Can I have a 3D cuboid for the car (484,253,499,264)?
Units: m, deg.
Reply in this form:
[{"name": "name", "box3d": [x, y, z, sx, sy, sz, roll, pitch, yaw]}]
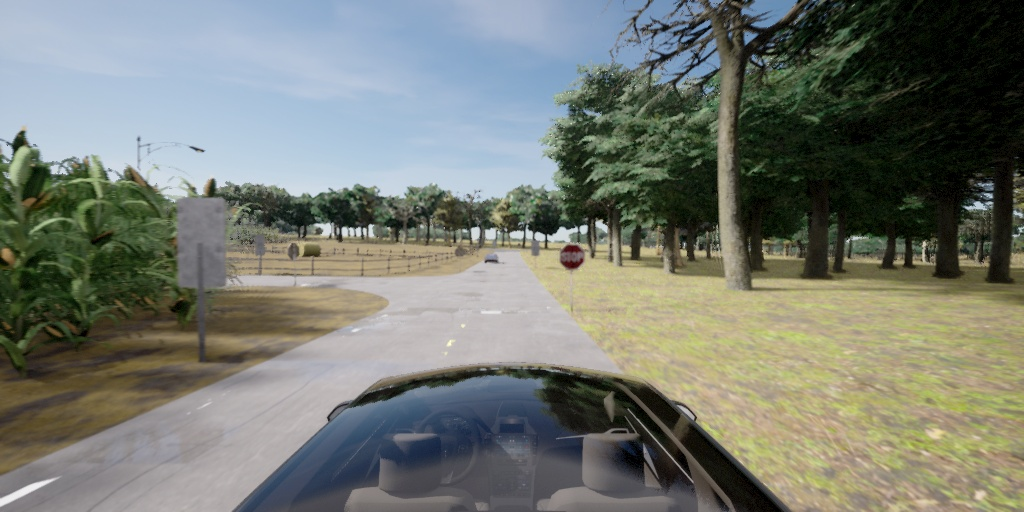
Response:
[{"name": "car", "box3d": [-2.748, 0.330, 48.756, 2.033, 1.411, 5.357, 0, 2, 0]}]
